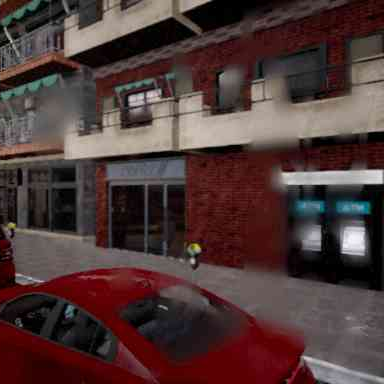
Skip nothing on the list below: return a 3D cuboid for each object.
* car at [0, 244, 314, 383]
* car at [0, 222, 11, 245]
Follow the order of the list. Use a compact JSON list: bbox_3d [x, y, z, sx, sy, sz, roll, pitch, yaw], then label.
[{"bbox_3d":[-1.060,1.531,3.633,4.507,1.381,1.887,0,0,36],"label":"car"},{"bbox_3d":[-5.642,1.276,6.903,5.009,1.841,2.192,0,0,36],"label":"car"}]
